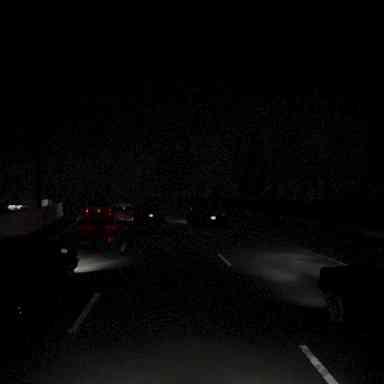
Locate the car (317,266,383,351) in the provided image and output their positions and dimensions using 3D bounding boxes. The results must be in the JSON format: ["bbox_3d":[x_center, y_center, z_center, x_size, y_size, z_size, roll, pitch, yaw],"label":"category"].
[{"bbox_3d":[3.343,1.590,4.085,1.895,1.301,4.718,0,0,-3],"label":"car"}]

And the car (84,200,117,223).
[{"bbox_3d":[-7.120,1.358,25.603,2.097,1.767,4.553,0,0,-14],"label":"car"}]

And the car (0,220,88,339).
[{"bbox_3d":[-3.760,1.554,6.451,2.033,1.411,5.357,0,0,-4],"label":"car"}]

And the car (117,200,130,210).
[{"bbox_3d":[-8.926,1.604,41.350,1.895,1.301,4.718,0,0,-23],"label":"car"}]

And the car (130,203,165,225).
[{"bbox_3d":[-3.244,1.561,24.481,1.994,1.385,4.181,0,0,-14],"label":"car"}]

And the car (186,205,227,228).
[{"bbox_3d":[0.889,1.551,22.266,1.994,1.385,4.181,0,0,-12],"label":"car"}]
